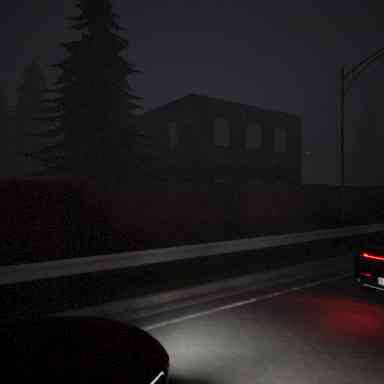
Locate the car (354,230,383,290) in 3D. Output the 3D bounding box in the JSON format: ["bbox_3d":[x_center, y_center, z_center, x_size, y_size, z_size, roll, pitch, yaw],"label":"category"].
[{"bbox_3d":[5.747,1.505,7.845,4.892,1.490,1.837,0,0,-35],"label":"car"}]

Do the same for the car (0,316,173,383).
[{"bbox_3d":[-2.293,1.526,2.117,4.674,1.442,1.812,0,0,-36],"label":"car"}]
